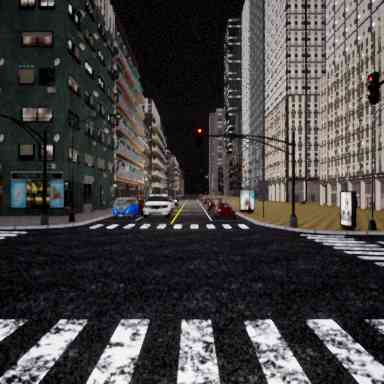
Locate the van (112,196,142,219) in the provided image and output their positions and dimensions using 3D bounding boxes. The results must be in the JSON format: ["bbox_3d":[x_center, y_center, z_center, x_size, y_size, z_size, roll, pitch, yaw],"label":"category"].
[{"bbox_3d":[-5.648,1.346,28.469,1.690,1.788,3.998,0,0,0],"label":"van"}]

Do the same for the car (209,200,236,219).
[{"bbox_3d":[2.731,1.587,28.458,1.802,1.307,4.206,0,0,0],"label":"car"}]

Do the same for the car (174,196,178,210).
[{"bbox_3d":[-3.045,1.535,40.149,1.812,1.442,4.674,0,0,0],"label":"car"}]

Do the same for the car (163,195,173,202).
[{"bbox_3d":[-5.589,1.480,78.217,1.967,1.590,4.097,0,0,0],"label":"car"}]

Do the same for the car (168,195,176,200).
[{"bbox_3d":[-5.570,1.625,94.801,1.947,1.339,4.313,0,0,0],"label":"car"}]

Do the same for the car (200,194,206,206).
[{"bbox_3d":[2.765,1.459,56.096,1.967,1.590,4.097,0,0,0],"label":"car"}]

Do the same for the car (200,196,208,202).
[{"bbox_3d":[2.791,1.622,78.207,1.802,1.307,4.206,0,0,0],"label":"car"}]

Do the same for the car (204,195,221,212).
[{"bbox_3d":[2.745,1.450,39.514,1.967,1.590,4.097,0,0,0],"label":"car"}]

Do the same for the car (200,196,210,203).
[{"bbox_3d":[2.784,1.579,72.679,1.887,1.381,4.507,0,0,0],"label":"car"}]

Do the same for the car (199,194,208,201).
[{"bbox_3d":[2.799,1.361,83.735,2.192,1.841,5.009,0,0,0],"label":"car"}]

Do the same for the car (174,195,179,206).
[{"bbox_3d":[-3.023,1.564,52.176,2.033,1.411,5.357,0,0,0],"label":"car"}]

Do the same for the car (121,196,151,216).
[{"bbox_3d":[-5.641,1.322,33.997,2.192,1.841,5.009,0,0,0],"label":"car"}]

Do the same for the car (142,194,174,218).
[{"bbox_3d":[-3.068,1.227,30.307,2.150,2.045,5.566,0,0,-1],"label":"car"}]
